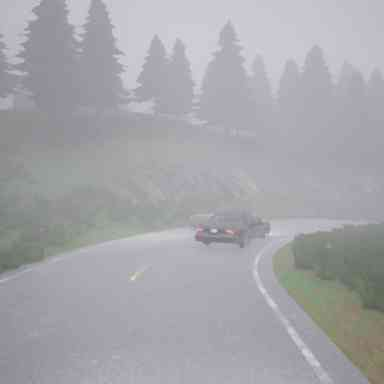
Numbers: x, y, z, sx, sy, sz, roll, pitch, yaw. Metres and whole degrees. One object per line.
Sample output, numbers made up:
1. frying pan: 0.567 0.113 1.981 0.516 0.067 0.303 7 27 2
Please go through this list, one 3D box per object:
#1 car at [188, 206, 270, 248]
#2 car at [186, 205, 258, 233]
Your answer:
1. car: 2.011 1.525 14.946 2.033 1.411 5.357 0 0 28
2. car: 1.946 1.571 20.411 1.895 1.301 4.718 0 0 44
